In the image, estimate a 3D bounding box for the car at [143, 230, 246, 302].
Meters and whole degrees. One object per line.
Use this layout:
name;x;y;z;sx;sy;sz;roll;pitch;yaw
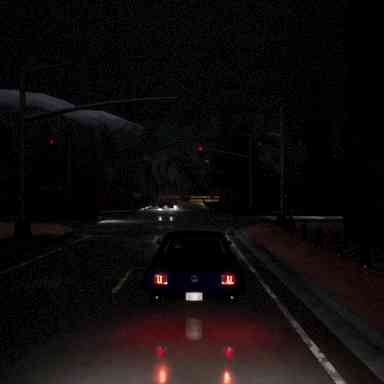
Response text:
car;0.063;1.601;8.230;1.895;1.301;4.718;0;0;0

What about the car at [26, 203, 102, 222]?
car;-9.683;1.537;25.333;5.357;1.411;2.033;0;0;-2

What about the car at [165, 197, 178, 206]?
car;-3.541;1.601;57.314;1.895;1.301;4.718;0;0;0

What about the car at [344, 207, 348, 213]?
car;16.232;1.616;29.688;4.718;1.301;1.895;0;0;-1

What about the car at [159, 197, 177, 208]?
car;-3.561;1.526;47.302;1.812;1.442;4.674;0;0;0
